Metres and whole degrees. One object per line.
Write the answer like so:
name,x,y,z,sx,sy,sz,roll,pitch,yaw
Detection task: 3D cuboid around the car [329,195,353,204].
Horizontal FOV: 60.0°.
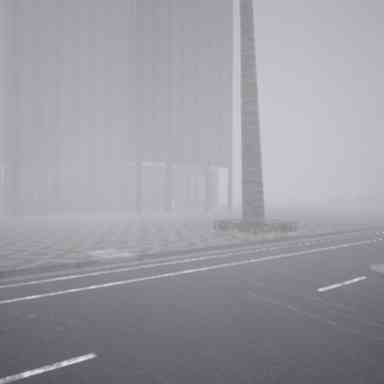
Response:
car,28.153,1.710,62.559,1.802,1.307,4.206,0,0,-36

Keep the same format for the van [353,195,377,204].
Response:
van,35.091,1.517,67.515,1.690,1.788,3.998,0,0,-36

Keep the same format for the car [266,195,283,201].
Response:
car,21.893,1.755,85.995,1.802,1.307,4.206,0,0,-36

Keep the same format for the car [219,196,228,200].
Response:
car,8.358,1.676,90.280,2.008,1.369,4.403,0,0,-36

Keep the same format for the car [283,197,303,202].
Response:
car,25.192,1.755,81.375,1.802,1.307,4.206,0,0,-36

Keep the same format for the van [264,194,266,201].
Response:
van,18.594,1.515,90.617,1.690,1.788,3.998,0,0,-36

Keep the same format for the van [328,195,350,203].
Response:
van,31.792,1.515,72.135,1.690,1.788,3.998,0,0,-36

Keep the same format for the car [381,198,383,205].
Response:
car,38.390,1.761,62.893,1.802,1.307,4.206,0,0,-36

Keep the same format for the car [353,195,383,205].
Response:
car,31.454,1.446,57.939,2.192,1.841,5.009,0,0,-36
